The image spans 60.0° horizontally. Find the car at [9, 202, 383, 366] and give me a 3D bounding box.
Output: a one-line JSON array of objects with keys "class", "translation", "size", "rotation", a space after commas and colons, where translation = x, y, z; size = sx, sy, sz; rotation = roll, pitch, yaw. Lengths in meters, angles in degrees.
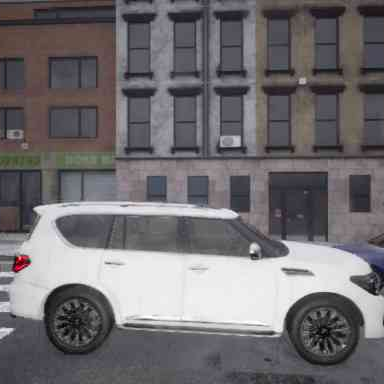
[{"class": "car", "translation": [0.037, 1.215, 5.442], "size": [5.566, 2.045, 2.150], "rotation": [1, 0, 3]}]
